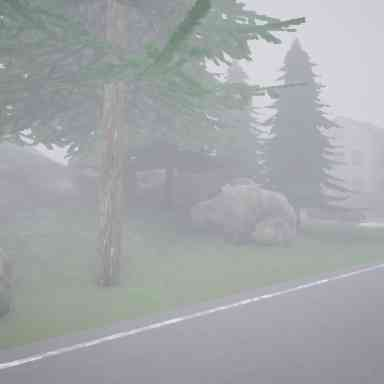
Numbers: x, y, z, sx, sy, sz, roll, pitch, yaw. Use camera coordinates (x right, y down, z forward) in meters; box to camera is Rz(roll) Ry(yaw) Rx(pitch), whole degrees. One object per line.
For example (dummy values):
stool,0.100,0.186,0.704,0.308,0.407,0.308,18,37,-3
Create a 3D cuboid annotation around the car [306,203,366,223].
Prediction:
car,10.869,1.549,25.281,1.994,1.385,4.181,0,0,-35
